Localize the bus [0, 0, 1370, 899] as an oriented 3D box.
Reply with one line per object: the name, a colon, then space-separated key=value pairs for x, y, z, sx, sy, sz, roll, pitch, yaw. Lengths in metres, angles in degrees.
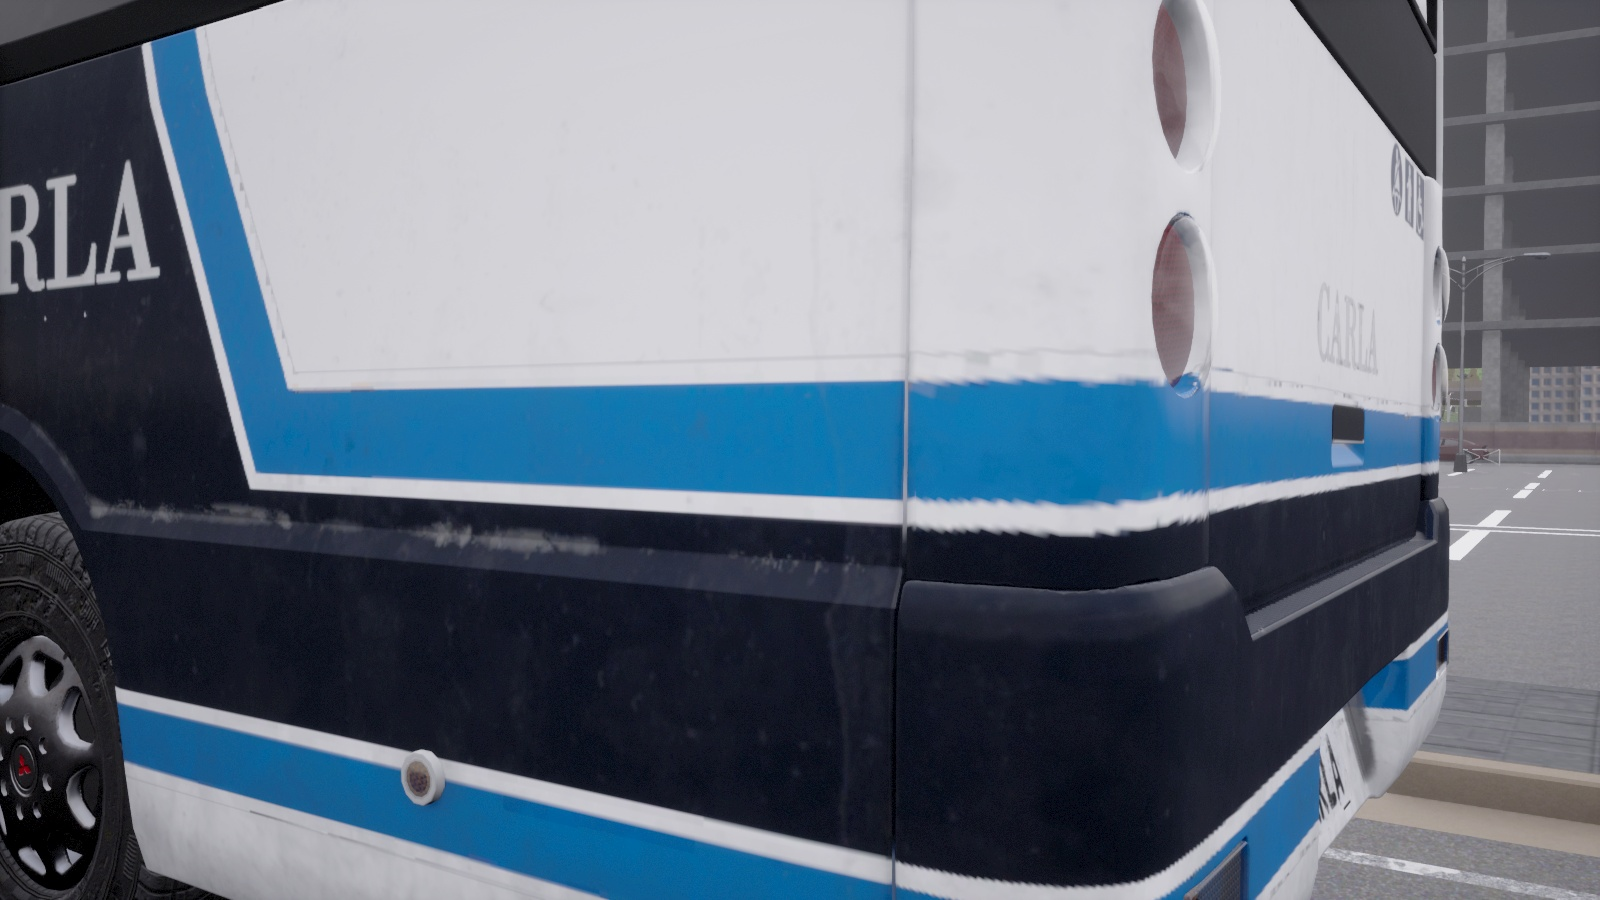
bus: x=-3.296 y=-0.694 z=5.768 sx=10.273 sy=4.253 sz=3.944 roll=0 pitch=1 yaw=33

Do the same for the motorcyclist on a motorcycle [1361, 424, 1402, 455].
motorcyclist on a motorcycle: x=30.376 y=-0.541 z=65.616 sx=1.817 sy=1.590 sz=0.866 roll=0 pitch=1 yaw=32

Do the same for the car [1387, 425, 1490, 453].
car: x=35.835 y=-0.633 z=70.471 sx=5.008 sy=1.535 sz=1.882 roll=0 pitch=1 yaw=32
